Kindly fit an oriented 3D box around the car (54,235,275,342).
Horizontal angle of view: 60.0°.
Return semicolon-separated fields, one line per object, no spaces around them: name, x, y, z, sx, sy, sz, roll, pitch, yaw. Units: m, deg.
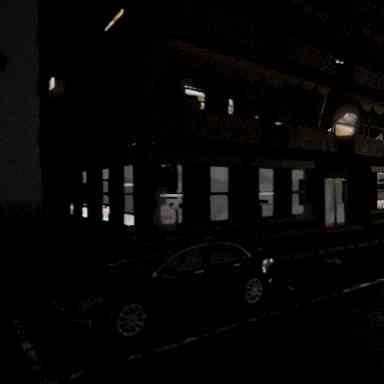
car;-0.286;1.560;6.379;4.403;1.369;2.008;0;-1;-36
